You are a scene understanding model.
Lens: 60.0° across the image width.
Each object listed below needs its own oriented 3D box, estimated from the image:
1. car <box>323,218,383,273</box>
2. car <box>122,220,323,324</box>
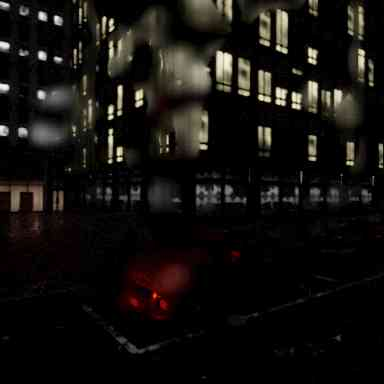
[{"bbox_3d":[5.162,1.475,10.244,4.206,1.307,1.802,-1,2,-35],"label":"car"},{"bbox_3d":[0.612,1.393,7.019,4.097,1.590,1.967,-1,2,-35],"label":"car"}]
